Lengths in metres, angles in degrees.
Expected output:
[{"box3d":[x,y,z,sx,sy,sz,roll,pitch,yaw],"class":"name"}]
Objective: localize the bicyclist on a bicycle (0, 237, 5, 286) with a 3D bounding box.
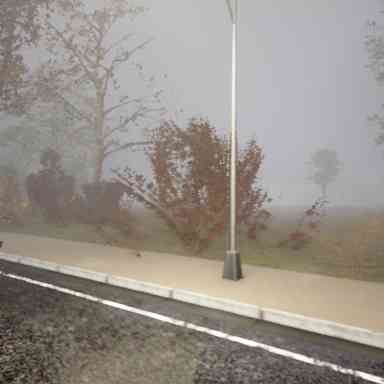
[{"box3d":[-4.996,1.446,8.120,1.656,1.620,0.582,0,0,35],"class":"bicyclist on a bicycle"}]
